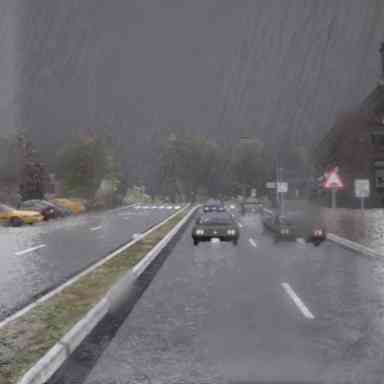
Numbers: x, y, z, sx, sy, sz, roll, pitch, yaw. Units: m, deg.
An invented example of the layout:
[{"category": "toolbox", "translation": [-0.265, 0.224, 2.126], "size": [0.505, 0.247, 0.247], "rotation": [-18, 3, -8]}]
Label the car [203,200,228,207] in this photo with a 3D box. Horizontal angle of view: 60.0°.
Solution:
[{"category": "car", "translation": [1.986, 1.389, 30.025], "size": [1.895, 1.301, 4.718], "rotation": [0, 1, 4]}]

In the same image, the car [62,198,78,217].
[{"category": "car", "translation": [-12.579, 1.410, 27.691], "size": [4.892, 1.521, 2.231], "rotation": [0, 1, 4]}]

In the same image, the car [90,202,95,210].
[{"category": "car", "translation": [-12.212, 1.348, 33.187], "size": [4.892, 1.521, 2.231], "rotation": [0, 1, 4]}]

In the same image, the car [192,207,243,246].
[{"category": "car", "translation": [1.045, 1.559, 15.018], "size": [1.895, 1.301, 4.718], "rotation": [0, 0, 4]}]

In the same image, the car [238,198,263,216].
[{"category": "car", "translation": [5.228, 1.258, 29.793], "size": [2.128, 1.511, 4.902], "rotation": [0, 1, 4]}]

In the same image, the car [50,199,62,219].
[{"category": "car", "translation": [-12.778, 1.468, 24.948], "size": [4.792, 1.488, 2.163], "rotation": [0, 0, 4]}]

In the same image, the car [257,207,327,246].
[{"category": "car", "translation": [4.288, 1.548, 14.815], "size": [1.895, 1.301, 4.718], "rotation": [0, 0, 4]}]

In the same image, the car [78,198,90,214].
[{"category": "car", "translation": [-12.390, 1.379, 30.438], "size": [5.008, 1.535, 2.097], "rotation": [0, 1, 4]}]

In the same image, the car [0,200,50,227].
[{"category": "car", "translation": [-12.742, 1.458, 22.180], "size": [5.366, 1.575, 1.946], "rotation": [0, 0, 4]}]
